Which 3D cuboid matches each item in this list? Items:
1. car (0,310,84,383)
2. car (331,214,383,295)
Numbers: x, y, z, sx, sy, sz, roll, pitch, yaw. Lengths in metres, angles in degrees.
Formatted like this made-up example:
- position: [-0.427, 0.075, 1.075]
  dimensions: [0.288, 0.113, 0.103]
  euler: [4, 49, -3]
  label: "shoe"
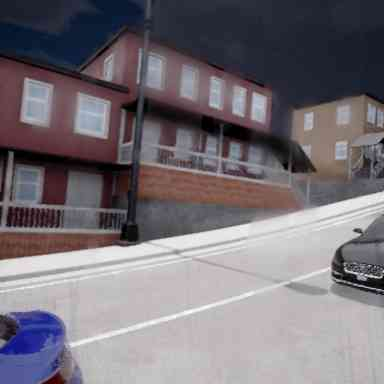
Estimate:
- position: [-3.037, 1.498, 1.844]
  dimensions: [4.674, 1.442, 1.812]
  euler: [1, 0, -35]
  label: "car"
- position: [5.150, 1.187, 7.629]
  dimensions: [4.892, 1.490, 1.837]
  euler: [-5, 3, -35]
  label: "car"
